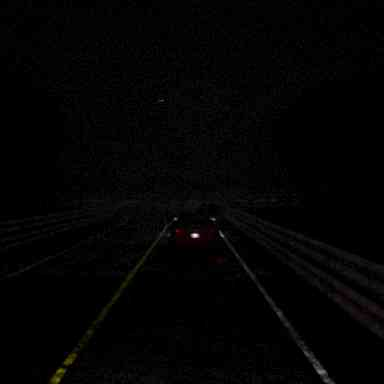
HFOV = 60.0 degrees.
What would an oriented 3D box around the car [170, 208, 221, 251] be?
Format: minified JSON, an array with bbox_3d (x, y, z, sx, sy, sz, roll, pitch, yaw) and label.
[{"bbox_3d":[0.120,1.603,14.492,1.994,1.385,4.181,1,0,0],"label":"car"}]

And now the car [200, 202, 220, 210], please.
[{"bbox_3d":[2.108,1.877,38.184,2.128,1.511,4.902,0,-1,13],"label":"car"}]
